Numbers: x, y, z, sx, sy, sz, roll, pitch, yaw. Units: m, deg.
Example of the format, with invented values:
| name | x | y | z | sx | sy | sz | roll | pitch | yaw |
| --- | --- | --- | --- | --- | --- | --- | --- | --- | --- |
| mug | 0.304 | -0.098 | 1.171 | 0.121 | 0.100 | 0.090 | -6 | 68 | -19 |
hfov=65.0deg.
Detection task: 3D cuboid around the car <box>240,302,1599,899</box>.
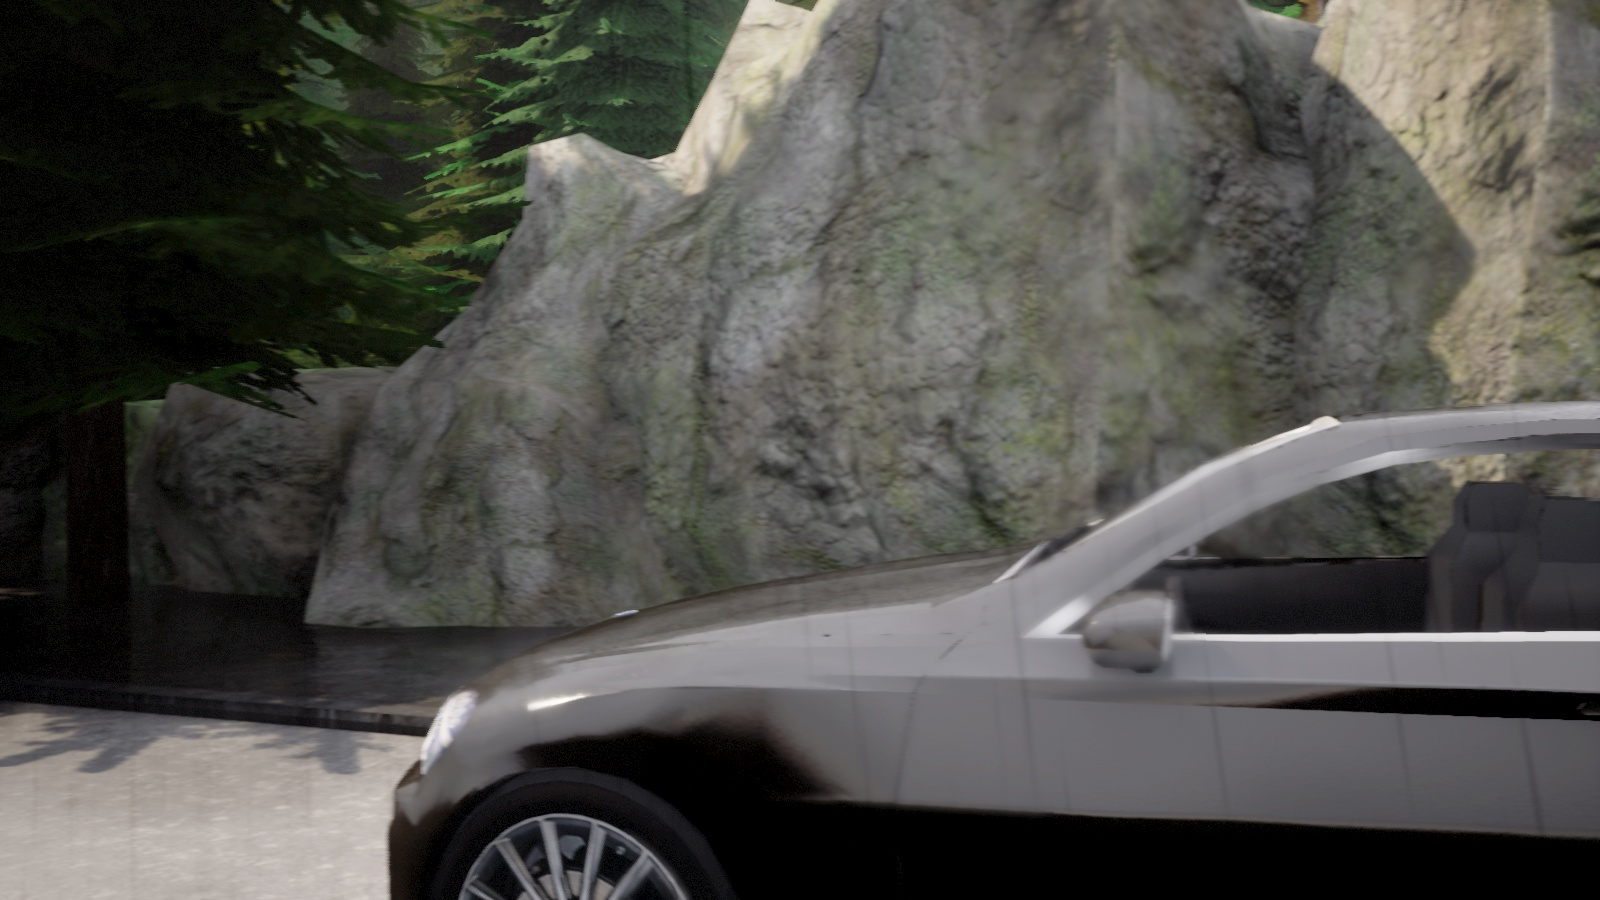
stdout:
| name | x | y | z | sx | sy | sz | roll | pitch | yaw |
| --- | --- | --- | --- | --- | --- | --- | --- | --- | --- |
| car | 1.374 | 0.558 | 3.255 | 5.027 | 1.651 | 2.152 | 1 | 1 | 19 |
